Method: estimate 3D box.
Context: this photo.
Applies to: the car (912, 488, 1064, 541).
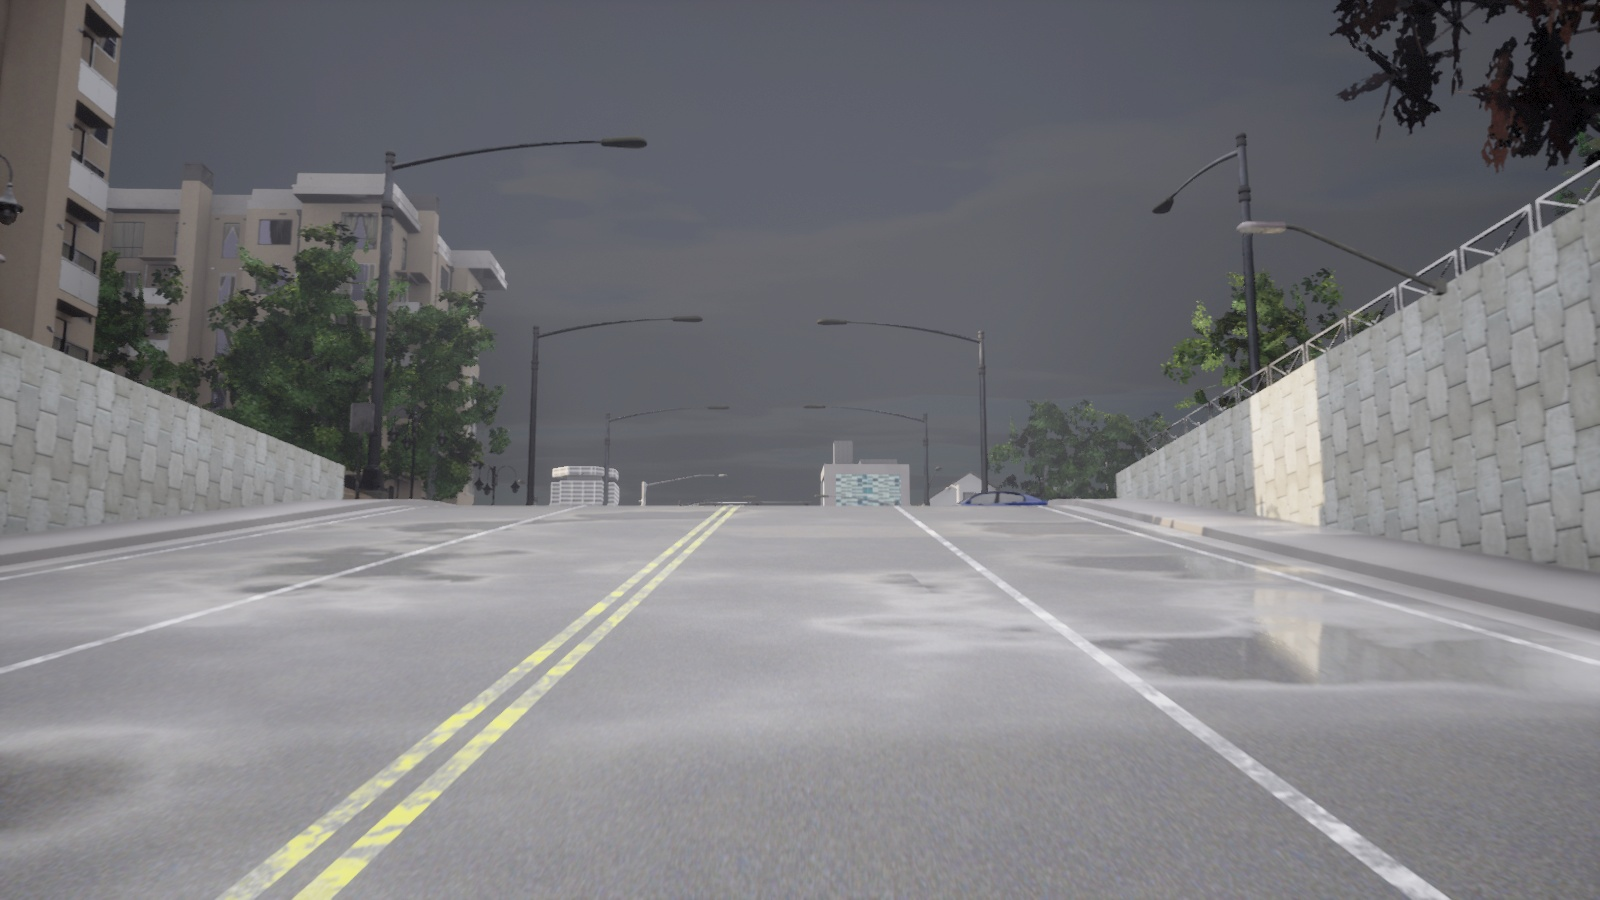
[{"bbox_3d":[6.372,2.218,43.017,5.008,1.535,1.882,-1,-9,5],"label":"car"}]
